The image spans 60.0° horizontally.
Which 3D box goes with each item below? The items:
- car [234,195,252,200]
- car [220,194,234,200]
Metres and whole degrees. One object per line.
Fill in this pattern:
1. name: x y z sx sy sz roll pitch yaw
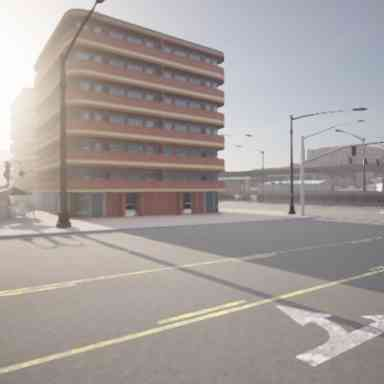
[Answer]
1. car: 13.836 1.457 86.985 3.806 1.475 1.970 -1 0 -35
2. car: 9.863 1.303 91.204 4.611 1.667 2.242 -1 0 -35
